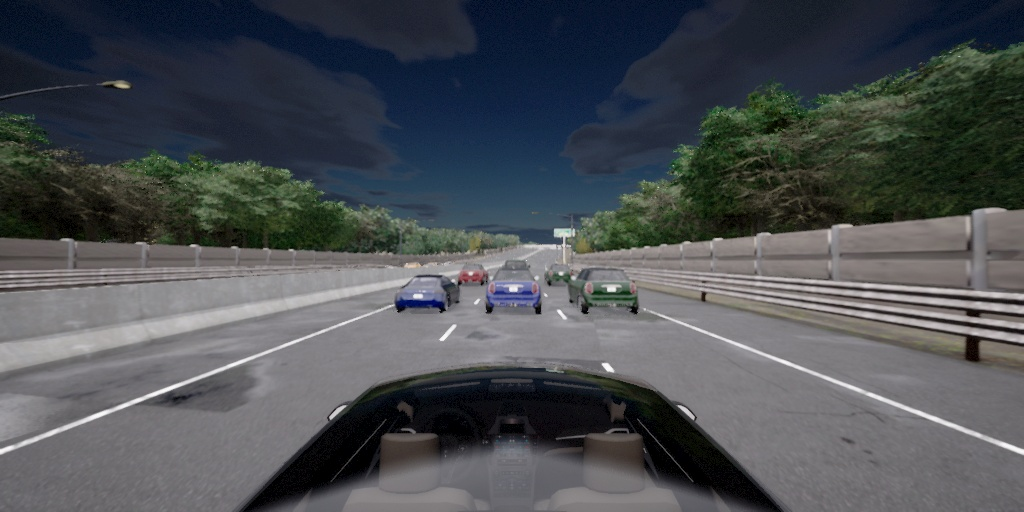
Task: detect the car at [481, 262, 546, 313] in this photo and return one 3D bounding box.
[{"bbox_3d":[0.096,1.245,14.962,2.097,1.767,4.553,0,-1,1],"label":"car"}]

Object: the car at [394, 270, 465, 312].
[{"bbox_3d":[-3.401,1.460,15.133,1.994,1.385,4.181,0,-1,1],"label":"car"}]

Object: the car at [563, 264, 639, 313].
[{"bbox_3d":[3.596,1.245,14.929,2.097,1.767,4.553,0,-1,1],"label":"car"}]

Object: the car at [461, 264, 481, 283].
[{"bbox_3d":[-3.139,1.446,29.933,2.097,1.767,4.553,0,-1,2],"label":"car"}]

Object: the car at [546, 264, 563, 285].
[{"bbox_3d":[3.860,1.446,29.777,2.097,1.767,4.553,0,-1,2],"label":"car"}]

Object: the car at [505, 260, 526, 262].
[{"bbox_3d":[0.325,1.308,29.007,2.150,2.045,5.566,0,-1,2],"label":"car"}]
